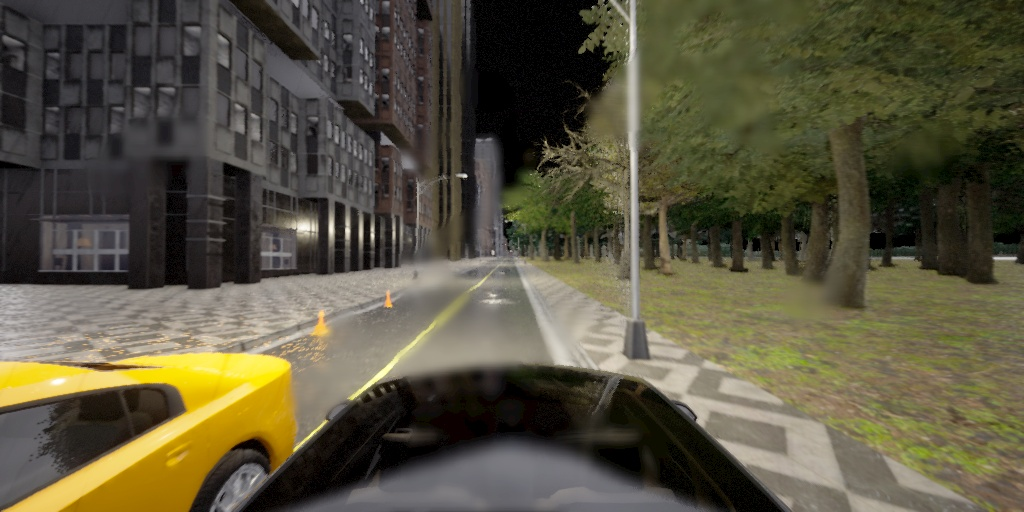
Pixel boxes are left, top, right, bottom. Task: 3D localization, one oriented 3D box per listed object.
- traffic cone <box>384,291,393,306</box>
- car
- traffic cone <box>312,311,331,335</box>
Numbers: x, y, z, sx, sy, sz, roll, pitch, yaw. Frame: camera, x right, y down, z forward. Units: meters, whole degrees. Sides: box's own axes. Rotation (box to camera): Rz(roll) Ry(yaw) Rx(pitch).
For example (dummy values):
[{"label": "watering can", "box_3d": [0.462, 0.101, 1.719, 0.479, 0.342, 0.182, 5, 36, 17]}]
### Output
[{"label": "traffic cone", "box_3d": [-4.913, 1.690, 14.239, 0.340, 0.580, 0.340, 0, 0, 0]}, {"label": "car", "box_3d": [-2.696, 1.232, 0.874, 1.882, 1.535, 5.008, 0, 0, 0]}, {"label": "traffic cone", "box_3d": [-4.906, 1.703, 9.237, 0.340, 0.580, 0.340, 0, 0, 0]}]
